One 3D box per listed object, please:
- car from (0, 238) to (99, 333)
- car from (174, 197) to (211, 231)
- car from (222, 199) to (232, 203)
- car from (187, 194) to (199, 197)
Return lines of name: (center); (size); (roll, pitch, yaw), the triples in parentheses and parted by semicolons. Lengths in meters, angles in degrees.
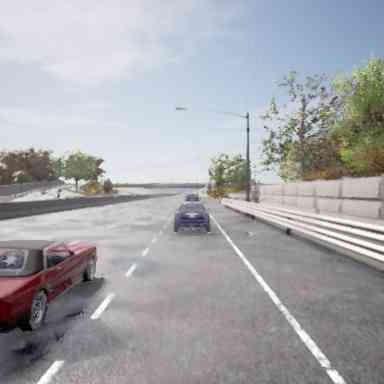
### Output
car: (-3.399, 1.603, 6.779); (1.895, 1.301, 4.718); (0, 0, 0)
car: (0.006, 1.366, 20.617); (2.097, 1.767, 4.553); (0, 0, 0)
car: (9.555, 2.244, 87.920); (1.994, 1.385, 4.181); (0, -1, 27)
car: (0.143, 1.286, 51.394); (2.150, 2.045, 5.566); (0, 0, 2)
